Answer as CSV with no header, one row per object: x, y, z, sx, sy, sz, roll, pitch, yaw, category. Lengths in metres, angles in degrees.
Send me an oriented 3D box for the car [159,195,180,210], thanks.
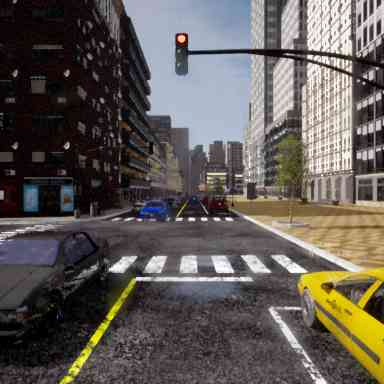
-2.894,1.525,43.977,1.837,1.490,4.892,0,0,0,car

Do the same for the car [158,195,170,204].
-5.405,1.488,64.053,1.967,1.590,4.097,0,0,0,car

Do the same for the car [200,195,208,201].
3.076,1.614,86.292,1.752,1.417,4.829,0,0,0,car

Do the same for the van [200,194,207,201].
3.099,1.441,91.648,1.690,1.788,3.998,0,0,0,van

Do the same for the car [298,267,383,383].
2.705,1.525,4.140,1.752,1.417,4.829,0,0,0,car

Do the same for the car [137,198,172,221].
-2.975,1.487,27.209,1.882,1.535,5.008,0,0,0,car

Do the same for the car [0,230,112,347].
-3.076,1.545,6.885,2.033,1.411,5.357,0,0,0,car

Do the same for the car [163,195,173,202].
-5.355,1.507,75.107,1.967,1.590,4.097,0,0,0,car

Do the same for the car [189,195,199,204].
0.402,1.405,66.692,2.097,1.767,4.553,0,0,0,car

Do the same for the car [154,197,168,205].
-5.430,1.584,58.526,1.887,1.381,4.507,0,0,0,car

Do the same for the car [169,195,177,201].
-5.279,1.644,91.685,1.887,1.381,4.507,0,0,0,car

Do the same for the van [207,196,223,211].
2.874,1.358,41.909,1.690,1.788,3.998,0,0,0,van

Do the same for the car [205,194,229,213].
2.849,1.327,36.383,2.192,1.841,5.009,0,0,0,car

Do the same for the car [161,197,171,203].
-5.380,1.639,69.580,1.802,1.307,4.206,0,0,0,car

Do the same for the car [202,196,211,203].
3.000,1.602,69.542,1.887,1.381,4.507,0,0,0,car

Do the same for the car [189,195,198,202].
0.350,1.570,76.587,1.837,1.490,4.892,0,0,0,car

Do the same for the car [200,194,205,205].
2.949,1.354,58.488,2.192,1.841,5.009,0,0,0,car

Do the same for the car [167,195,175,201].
-5.305,1.613,85.990,1.752,1.417,4.829,0,0,0,car

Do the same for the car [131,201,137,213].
-5.529,1.563,36.420,2.008,1.369,4.403,0,0,0,car
